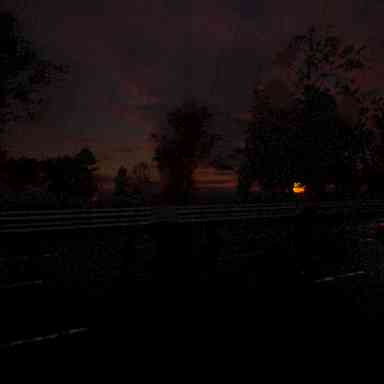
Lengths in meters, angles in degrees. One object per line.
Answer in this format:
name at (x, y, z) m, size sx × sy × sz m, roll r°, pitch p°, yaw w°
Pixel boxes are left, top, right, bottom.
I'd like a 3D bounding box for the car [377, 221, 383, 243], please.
car at (9.685, 1.432, 13.836) m, size 4.181 × 1.385 × 1.994 m, roll 0°, pitch 0°, yaw -29°
